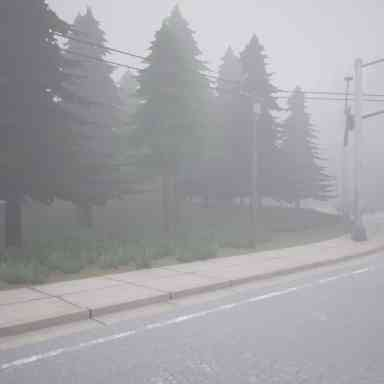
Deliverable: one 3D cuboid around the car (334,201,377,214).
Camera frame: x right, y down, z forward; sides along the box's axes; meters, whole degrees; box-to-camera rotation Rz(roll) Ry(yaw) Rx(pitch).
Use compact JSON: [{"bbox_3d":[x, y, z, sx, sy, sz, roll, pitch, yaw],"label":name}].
[{"bbox_3d":[17.051,1.601,34.769,1.895,1.301,4.718,0,0,-9],"label":"car"}]
